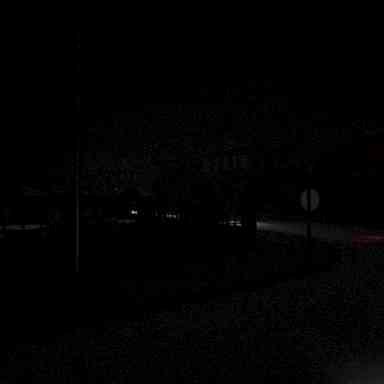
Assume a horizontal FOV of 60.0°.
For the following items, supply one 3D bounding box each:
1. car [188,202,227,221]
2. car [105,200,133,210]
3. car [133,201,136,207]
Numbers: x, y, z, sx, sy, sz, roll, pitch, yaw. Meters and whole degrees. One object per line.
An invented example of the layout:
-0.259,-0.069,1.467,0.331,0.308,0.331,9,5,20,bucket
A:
0.858,1.526,26.380,1.812,1.442,4.674,0,0,-35,car
-9.551,1.491,40.990,2.128,1.511,4.902,0,0,-35,car
-10.083,1.547,48.961,2.033,1.411,5.357,0,0,-37,car
